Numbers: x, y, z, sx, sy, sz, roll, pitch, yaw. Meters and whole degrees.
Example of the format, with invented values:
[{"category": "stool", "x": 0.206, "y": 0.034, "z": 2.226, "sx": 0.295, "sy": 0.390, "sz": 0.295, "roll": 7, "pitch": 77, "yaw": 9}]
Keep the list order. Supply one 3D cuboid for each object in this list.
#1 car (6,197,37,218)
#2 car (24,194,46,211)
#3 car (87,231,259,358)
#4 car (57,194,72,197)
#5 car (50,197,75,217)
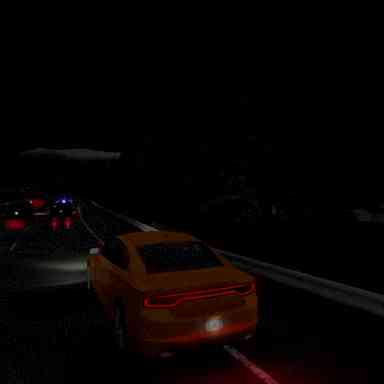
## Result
[{"category": "car", "x": -15.396, "y": 1.505, "z": 29.893, "sx": 1.837, "sy": 1.490, "sz": 4.892, "roll": 0, "pitch": 0, "yaw": -20}, {"category": "car", "x": -18.900, "y": 1.221, "z": 39.758, "sx": 2.150, "sy": 2.045, "sz": 5.566, "roll": 0, "pitch": 0, "yaw": -19}, {"category": "car", "x": -0.780, "y": 1.478, "z": 6.321, "sx": 1.882, "sy": 1.535, "sz": 5.008, "roll": 0, "pitch": 0, "yaw": -25}, {"category": "car", "x": -15.788, "y": 1.221, "z": 41.299, "sx": 2.150, "sy": 2.045, "sz": 5.566, "roll": 0, "pitch": 0, "yaw": -19}, {"category": "car", "x": -12.274, "y": 1.492, "z": 31.424, "sx": 2.128, "sy": 1.511, "sz": 4.902, "roll": 0, "pitch": 0, "yaw": -19}]
